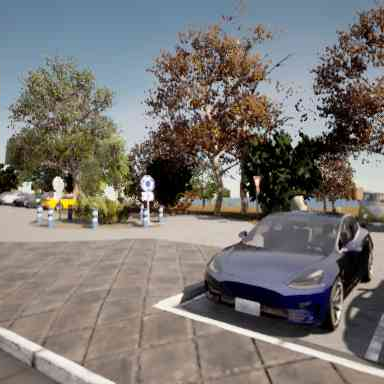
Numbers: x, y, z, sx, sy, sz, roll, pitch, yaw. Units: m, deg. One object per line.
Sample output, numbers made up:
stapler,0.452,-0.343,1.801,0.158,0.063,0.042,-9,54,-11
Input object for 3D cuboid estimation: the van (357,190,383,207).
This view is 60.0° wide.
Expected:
van,9.727,0.878,16.913,1.878,1.987,4.442,2,2,36

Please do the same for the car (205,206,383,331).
car,2.152,1.138,6.369,2.163,1.488,4.792,2,1,36

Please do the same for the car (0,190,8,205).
car,-18.912,0.777,37.534,2.002,1.452,4.674,2,1,36

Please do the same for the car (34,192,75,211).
car,-12.291,1.003,32.724,2.097,1.535,5.008,2,1,36

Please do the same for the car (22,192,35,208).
car,-14.508,0.788,34.378,2.185,1.767,4.553,2,1,36

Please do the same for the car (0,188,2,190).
car,-21.259,0.643,39.012,1.946,1.575,5.366,2,1,36

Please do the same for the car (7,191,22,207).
car,-16.687,0.856,35.886,2.163,1.488,4.792,2,1,36
